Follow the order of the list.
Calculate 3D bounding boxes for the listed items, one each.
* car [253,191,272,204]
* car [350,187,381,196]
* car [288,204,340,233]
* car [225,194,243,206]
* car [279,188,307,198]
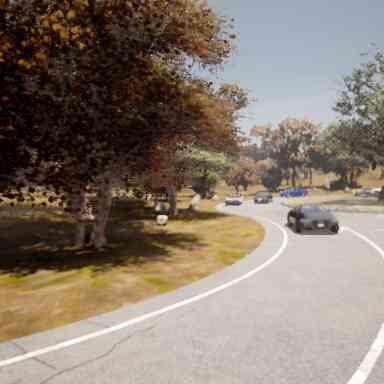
[{"bbox_3d":[8.967,0.692,42.096,2.128,1.511,4.902,-2,1,21],"label":"car"},{"bbox_3d":[28.161,-0.112,53.947,4.674,1.442,1.812,-1,1,8],"label":"car"},{"bbox_3d":[6.376,1.339,17.814,1.994,1.385,4.181,-1,1,7],"label":"car"},{"bbox_3d":[5.027,0.962,39.976,1.895,1.301,4.718,-2,1,11],"label":"car"},{"bbox_3d":[16.755,0.111,55.169,5.008,1.535,1.882,-3,1,-23],"label":"car"}]
